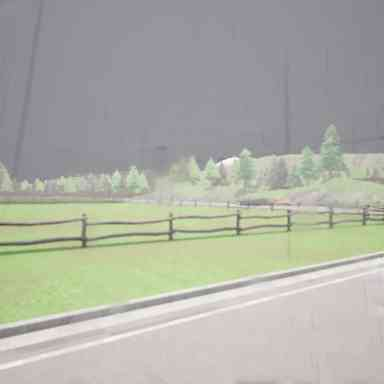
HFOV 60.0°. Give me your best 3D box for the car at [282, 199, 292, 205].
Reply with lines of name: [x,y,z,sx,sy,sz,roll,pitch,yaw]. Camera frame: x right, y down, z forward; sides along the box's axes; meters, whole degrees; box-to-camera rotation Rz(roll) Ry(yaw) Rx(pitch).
car: [17.766,2.063,67.120,1.882,1.535,5.008,1,0,-36]

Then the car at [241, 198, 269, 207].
car: [11.569,2.056,63.691,2.033,1.411,5.357,1,0,-35]

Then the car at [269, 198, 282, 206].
car: [14.635,1.900,65.455,2.097,1.767,4.553,1,-1,-36]
